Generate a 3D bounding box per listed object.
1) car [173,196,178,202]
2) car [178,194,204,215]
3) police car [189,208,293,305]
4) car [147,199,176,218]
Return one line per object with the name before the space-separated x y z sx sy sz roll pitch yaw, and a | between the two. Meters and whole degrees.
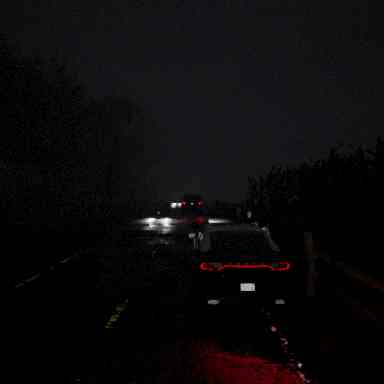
car | -2.856 1.487 67.075 2.128 1.511 4.902 0 0 0
car | 0.009 1.216 33.882 2.150 2.045 5.566 0 0 0
police car | 0.948 1.423 8.268 1.930 1.638 5.238 0 0 0
car | -2.798 1.559 29.780 1.994 1.385 4.181 0 0 0
